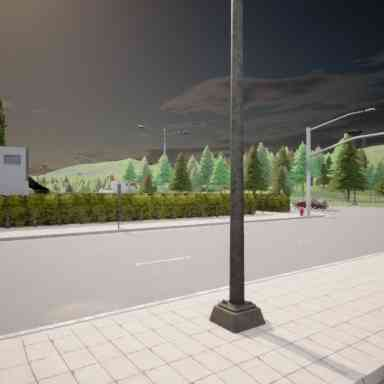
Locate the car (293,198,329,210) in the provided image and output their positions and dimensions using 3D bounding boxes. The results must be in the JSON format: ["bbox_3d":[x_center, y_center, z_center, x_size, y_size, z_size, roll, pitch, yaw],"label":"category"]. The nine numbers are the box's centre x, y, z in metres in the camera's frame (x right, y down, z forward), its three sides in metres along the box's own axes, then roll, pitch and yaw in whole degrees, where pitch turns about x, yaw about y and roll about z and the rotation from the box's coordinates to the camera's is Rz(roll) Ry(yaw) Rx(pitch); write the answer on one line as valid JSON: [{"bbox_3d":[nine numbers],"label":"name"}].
[{"bbox_3d":[15.037,1.525,42.293,1.812,1.442,4.674,0,0,-35],"label":"car"}]
